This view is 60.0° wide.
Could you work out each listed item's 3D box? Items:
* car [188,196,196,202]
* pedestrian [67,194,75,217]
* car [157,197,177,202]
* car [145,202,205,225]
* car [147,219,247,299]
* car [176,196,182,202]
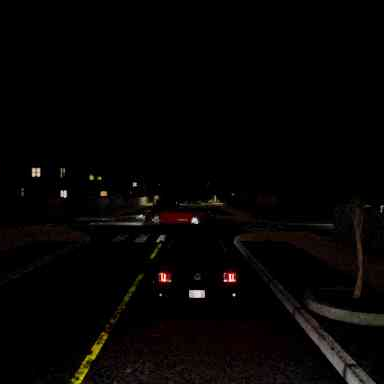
[{"bbox_3d":[-0.005,1.695,75.456,1.837,1.490,4.892,0,0,0],"label":"car"},{"bbox_3d":[-9.631,1.046,26.420,0.375,1.860,0.375,0,-2,0],"label":"pedestrian"},{"bbox_3d":[-2.879,1.546,34.138,1.837,1.490,4.892,0,0,1],"label":"car"},{"bbox_3d":[-1.197,1.610,23.501,4.181,1.385,1.994,1,-1,0],"label":"car"},{"bbox_3d":[0.098,1.605,8.391,1.895,1.301,4.718,0,0,0],"label":"car"},{"bbox_3d":[-2.849,1.420,44.234,2.097,1.767,4.553,0,0,0],"label":"car"}]
